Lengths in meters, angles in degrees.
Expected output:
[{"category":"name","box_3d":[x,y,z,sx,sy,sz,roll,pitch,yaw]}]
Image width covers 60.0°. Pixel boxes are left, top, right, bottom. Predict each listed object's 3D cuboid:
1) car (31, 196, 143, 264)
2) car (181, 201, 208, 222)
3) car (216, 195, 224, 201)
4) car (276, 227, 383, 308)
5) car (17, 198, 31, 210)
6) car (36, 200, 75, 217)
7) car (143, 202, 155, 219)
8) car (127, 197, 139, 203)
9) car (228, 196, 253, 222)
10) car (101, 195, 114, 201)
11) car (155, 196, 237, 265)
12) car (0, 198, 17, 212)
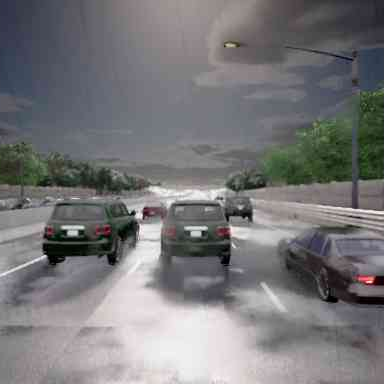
[{"category":"car","box_3d":[-3.379,1.272,12.122,2.150,2.045,5.566,0,0,0]},{"category":"car","box_3d":[0.198,1.612,28.646,2.128,1.511,4.902,0,0,0]},{"category":"car","box_3d":[7.847,1.762,93.873,1.882,1.535,5.008,0,0,2]},{"category":"car","box_3d":[3.611,1.583,8.240,2.033,1.411,5.357,0,0,0]},{"category":"car","box_3d":[-17.407,1.510,37.914,2.097,1.767,4.553,0,0,1]},{"category":"car","box_3d":[-13.950,1.621,34.354,1.882,1.535,5.008,0,0,0]},{"category":"car","box_3d":[-3.293,1.604,30.169,1.882,1.535,5.008,0,0,0]},{"category":"car","box_3d":[-13.382,1.802,76.032,1.837,1.490,4.892,0,0,1]},{"category":"car","box_3d":[3.693,1.339,27.909,2.150,2.045,5.566,0,0,0]},{"category":"car","box_3d":[-20.314,1.491,80.194,1.812,1.442,4.674,0,0,1]},{"category":"car","box_3d":[0.120,1.272,11.993,2.150,2.045,5.566,0,0,0]},{"category":"car","box_3d":[-20.891,1.514,39.115,2.097,1.767,4.553,0,0,1]}]
